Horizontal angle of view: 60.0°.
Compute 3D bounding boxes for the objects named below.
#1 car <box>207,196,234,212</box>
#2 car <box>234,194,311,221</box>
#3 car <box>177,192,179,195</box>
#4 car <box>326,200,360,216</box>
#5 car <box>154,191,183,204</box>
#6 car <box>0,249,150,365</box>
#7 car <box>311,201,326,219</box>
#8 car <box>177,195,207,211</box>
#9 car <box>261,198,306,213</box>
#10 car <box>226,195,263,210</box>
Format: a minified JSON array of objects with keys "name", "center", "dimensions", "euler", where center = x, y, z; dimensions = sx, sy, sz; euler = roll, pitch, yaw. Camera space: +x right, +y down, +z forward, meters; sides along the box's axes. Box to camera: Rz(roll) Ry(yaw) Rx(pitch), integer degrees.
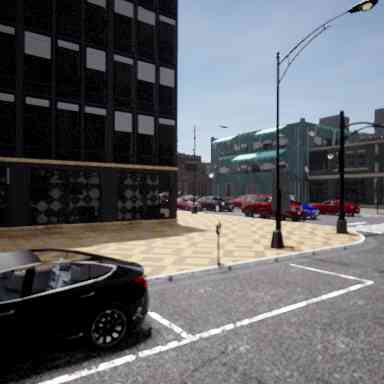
[{"name":"car","center":[2.318,1.197,33.975],"dimensions":[1.837,1.490,4.892],"euler":[0,0,-36]},{"name":"car","center":[5.855,1.110,24.803],"dimensions":[2.192,1.841,5.009],"euler":[1,0,-36]},{"name":"car","center":[-0.526,1.115,47.644],"dimensions":[2.008,1.369,4.403],"euler":[1,0,-36]},{"name":"car","center":[12.604,1.386,29.763],"dimensions":[1.887,1.381,4.507],"euler":[1,0,-36]},{"name":"car","center":[-3.803,0.807,52.114],"dimensions":[2.192,1.841,5.009],"euler":[1,0,-36]},{"name":"car","center":[-2.673,1.566,4.647],"dimensions":[4.313,1.339,1.947],"euler":[0,0,-35]},{"name":"car","center":[7.818,1.333,26.478],"dimensions":[1.812,1.442,4.674],"euler":[0,0,-38]},{"name":"car","center":[-0.717,1.240,33.744],"dimensions":[1.802,1.307,4.206],"euler":[1,0,-36]},{"name":"car","center":[9.321,1.354,34.232],"dimensions":[1.802,1.307,4.206],"euler":[1,0,-36]},{"name":"car","center":[6.040,1.144,38.704],"dimensions":[1.967,1.590,4.097],"euler":[1,0,-36]}]
